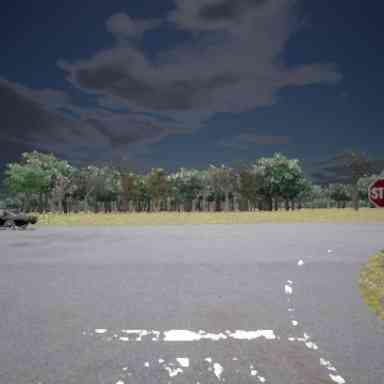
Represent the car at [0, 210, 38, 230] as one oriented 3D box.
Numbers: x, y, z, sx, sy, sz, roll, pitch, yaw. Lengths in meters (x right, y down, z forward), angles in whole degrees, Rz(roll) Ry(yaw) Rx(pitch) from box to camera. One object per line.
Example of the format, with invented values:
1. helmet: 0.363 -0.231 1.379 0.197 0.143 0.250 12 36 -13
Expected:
1. car: -12.919 1.841 22.026 4.718 1.301 1.895 -1 -3 1
